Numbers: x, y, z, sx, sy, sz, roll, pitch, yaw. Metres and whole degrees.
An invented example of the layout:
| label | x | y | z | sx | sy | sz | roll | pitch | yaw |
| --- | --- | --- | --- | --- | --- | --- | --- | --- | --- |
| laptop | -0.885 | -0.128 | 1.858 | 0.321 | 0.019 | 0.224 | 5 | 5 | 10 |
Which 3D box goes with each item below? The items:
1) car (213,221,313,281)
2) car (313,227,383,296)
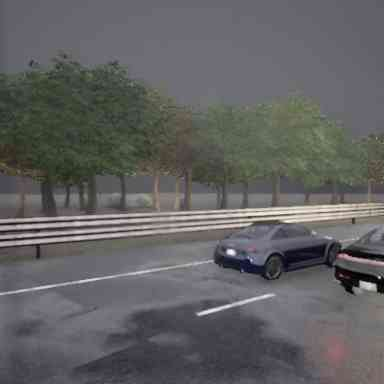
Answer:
| label | x | y | z | sx | sy | sz | roll | pitch | yaw |
| --- | --- | --- | --- | --- | --- | --- | --- | --- | --- |
| car | 2.663 | 1.560 | 9.945 | 4.181 | 1.385 | 1.994 | 0 | 0 | -36 |
| car | 5.157 | 1.487 | 7.426 | 4.902 | 1.511 | 2.128 | 0 | 0 | -36 |
